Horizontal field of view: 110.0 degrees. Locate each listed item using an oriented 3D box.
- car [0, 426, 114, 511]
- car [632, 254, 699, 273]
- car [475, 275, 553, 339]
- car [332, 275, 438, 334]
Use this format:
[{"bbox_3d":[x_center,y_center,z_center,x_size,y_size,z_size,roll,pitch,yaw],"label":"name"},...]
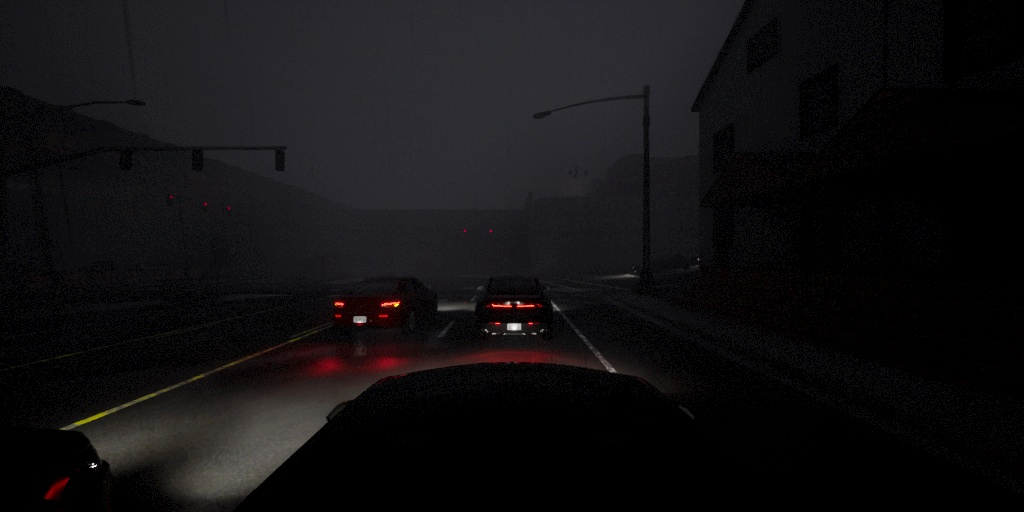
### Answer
[{"bbox_3d":[-3.401,1.255,0.168,1.837,1.490,4.892,0,0,0],"label":"car"},{"bbox_3d":[13.035,0.603,30.422,5.357,1.411,2.033,-7,0,-1],"label":"car"},{"bbox_3d":[0.044,1.255,10.034,1.837,1.490,4.892,0,0,0],"label":"car"},{"bbox_3d":[-3.451,1.276,10.451,1.812,1.442,4.674,0,0,0],"label":"car"}]
